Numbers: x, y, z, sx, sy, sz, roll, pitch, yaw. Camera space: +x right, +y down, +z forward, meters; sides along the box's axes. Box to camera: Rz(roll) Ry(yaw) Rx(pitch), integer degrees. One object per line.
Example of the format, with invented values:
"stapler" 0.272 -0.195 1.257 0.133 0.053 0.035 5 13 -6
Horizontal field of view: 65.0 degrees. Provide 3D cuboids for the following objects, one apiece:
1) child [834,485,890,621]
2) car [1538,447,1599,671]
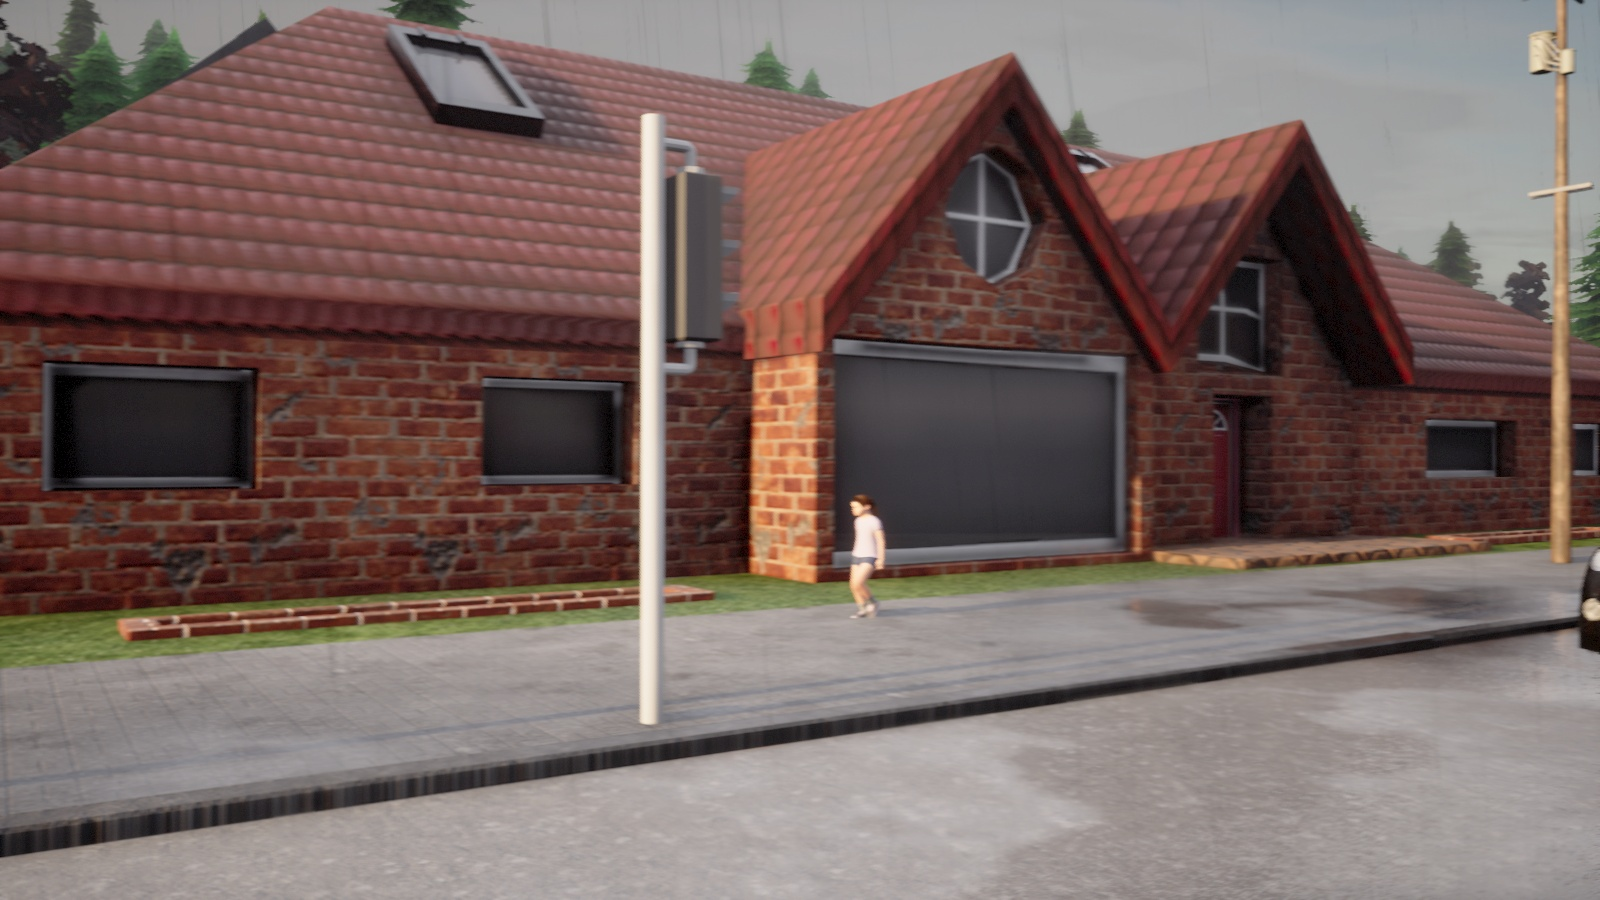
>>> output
"child" 0.521 0.856 10.591 0.394 1.110 0.255 0 0 -33
"car" 7.195 0.715 8.790 3.806 1.475 1.970 0 0 -32
